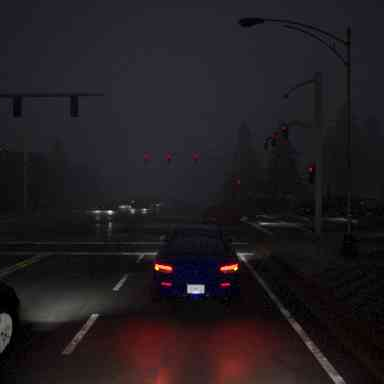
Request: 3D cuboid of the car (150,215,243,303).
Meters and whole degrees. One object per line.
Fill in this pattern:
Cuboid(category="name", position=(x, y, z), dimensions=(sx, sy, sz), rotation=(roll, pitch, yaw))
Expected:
Cuboid(category="car", position=(0.131, 1.526, 8.100), dimensions=(1.812, 1.442, 4.674), rotation=(0, 0, 2))

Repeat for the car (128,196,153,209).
Cuboid(category="car", position=(-7.147, 1.352, 46.366), dimensions=(2.097, 1.767, 4.553), rotation=(0, 0, 0))

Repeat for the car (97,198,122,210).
Cuboid(category="car", position=(-10.643, 1.526, 42.306), dimensions=(1.812, 1.442, 4.674), rotation=(0, 0, 0))

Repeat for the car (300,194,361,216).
Cuboid(category="car", position=(13.063, 1.222, 31.118), dimensions=(5.566, 2.045, 2.150), rotation=(0, 0, 0))

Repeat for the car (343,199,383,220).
Cuboid(category="car", position=(15.885, 1.547, 27.619), dimensions=(5.357, 1.411, 2.033), rotation=(0, 0, 0))

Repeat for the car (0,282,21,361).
Cuboid(category="car", position=(-3.442, 1.505, 2.966), dimensions=(1.837, 1.490, 4.892), rotation=(0, 0, 0))

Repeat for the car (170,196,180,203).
Cuboid(category="car", position=(-3.479, 1.477, 69.609), dimensions=(1.882, 1.535, 5.008), rotation=(0, 0, 0))

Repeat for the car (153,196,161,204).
Cuboid(category="car", position=(-7.075, 1.517, 63.650), dimensions=(1.837, 1.490, 4.892), rotation=(0, 0, 0))

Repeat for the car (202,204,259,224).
Cuboid(category="car", position=(2.781, 1.564, 24.639), dimensions=(4.181, 1.385, 1.994), rotation=(0, 0, 19))

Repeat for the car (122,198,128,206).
Cuboid(category="car", position=(-10.631, 1.601, 56.335), dimensions=(1.895, 1.301, 4.718), rotation=(0, 0, 0))
